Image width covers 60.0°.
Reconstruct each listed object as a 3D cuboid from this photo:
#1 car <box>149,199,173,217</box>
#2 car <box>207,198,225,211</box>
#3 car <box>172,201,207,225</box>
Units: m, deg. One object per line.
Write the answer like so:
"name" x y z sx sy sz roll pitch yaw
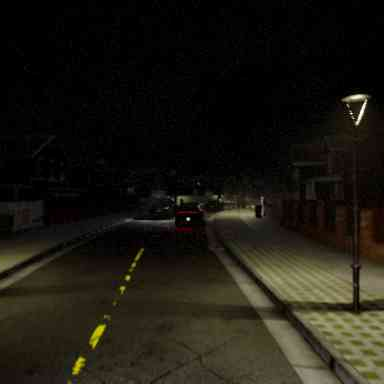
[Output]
"car" -2.503 1.324 29.882 1.812 1.442 4.674 0 0 8
"car" 2.938 1.474 41.490 2.128 1.511 4.902 0 0 15
"car" -0.085 1.490 24.048 1.837 1.490 4.892 0 0 4
